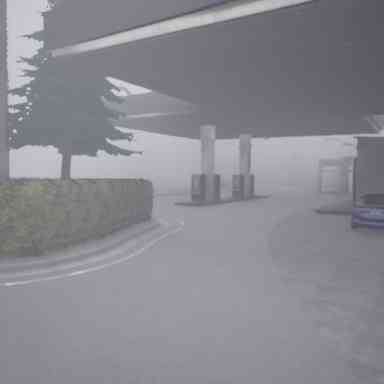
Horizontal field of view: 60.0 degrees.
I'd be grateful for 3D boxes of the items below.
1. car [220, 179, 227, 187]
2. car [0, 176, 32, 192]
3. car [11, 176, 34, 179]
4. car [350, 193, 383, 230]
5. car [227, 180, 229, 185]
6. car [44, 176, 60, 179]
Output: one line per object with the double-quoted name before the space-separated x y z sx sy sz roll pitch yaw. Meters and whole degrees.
"car" 3.647 -1.828 66.318 5.027 1.636 2.152 2 3 35
"car" -22.963 -1.093 43.110 4.605 1.855 1.932 2 3 35
"car" -18.414 -0.719 35.907 3.866 1.878 1.905 2 3 35
"car" 9.087 0.885 15.967 2.242 1.667 4.611 2 3 35
"car" 5.408 -1.937 68.912 4.514 1.523 2.007 2 3 35
"car" -28.026 -2.303 66.109 3.866 1.878 1.905 2 3 35
